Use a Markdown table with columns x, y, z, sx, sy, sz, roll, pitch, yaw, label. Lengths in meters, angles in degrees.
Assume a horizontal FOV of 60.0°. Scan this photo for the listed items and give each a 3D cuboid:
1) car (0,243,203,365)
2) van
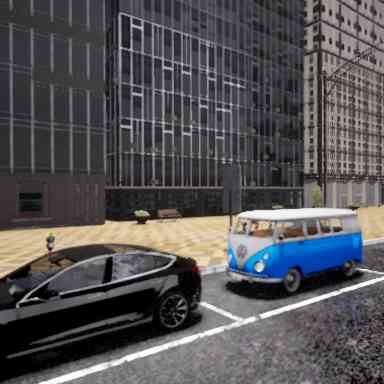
| x | y | z | sx | sy | sz | roll | pitch | yaw | label |
| --- | --- | --- | --- | --- | --- | --- | --- | --- | --- |
| -1.800 | 1.565 | 5.282 | 4.313 | 1.339 | 1.947 | 0 | 0 | -35 | car |
| 2.695 | 1.336 | 8.490 | 3.998 | 1.788 | 1.690 | 0 | 0 | -35 | van |
